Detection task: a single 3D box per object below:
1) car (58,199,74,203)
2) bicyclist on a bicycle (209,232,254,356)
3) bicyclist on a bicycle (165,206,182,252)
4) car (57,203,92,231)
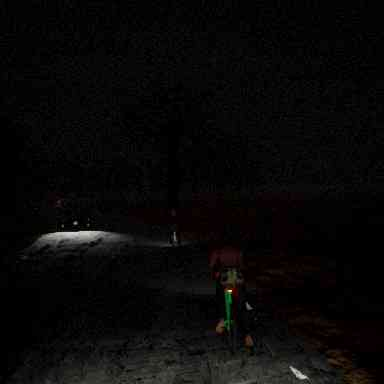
[{"bbox_3d":[-22.025,1.974,58.734,1.895,1.301,4.718,0,0,-26],"label":"car"},{"bbox_3d":[0.547,1.462,5.137,0.582,1.620,1.656,0,0,-1],"label":"bicyclist on a bicycle"},{"bbox_3d":[-0.754,1.420,13.167,0.659,1.776,1.843,0,0,-9],"label":"bicyclist on a bicycle"},{"bbox_3d":[-7.581,1.657,21.468,1.994,1.385,4.181,0,0,-21],"label":"car"}]
